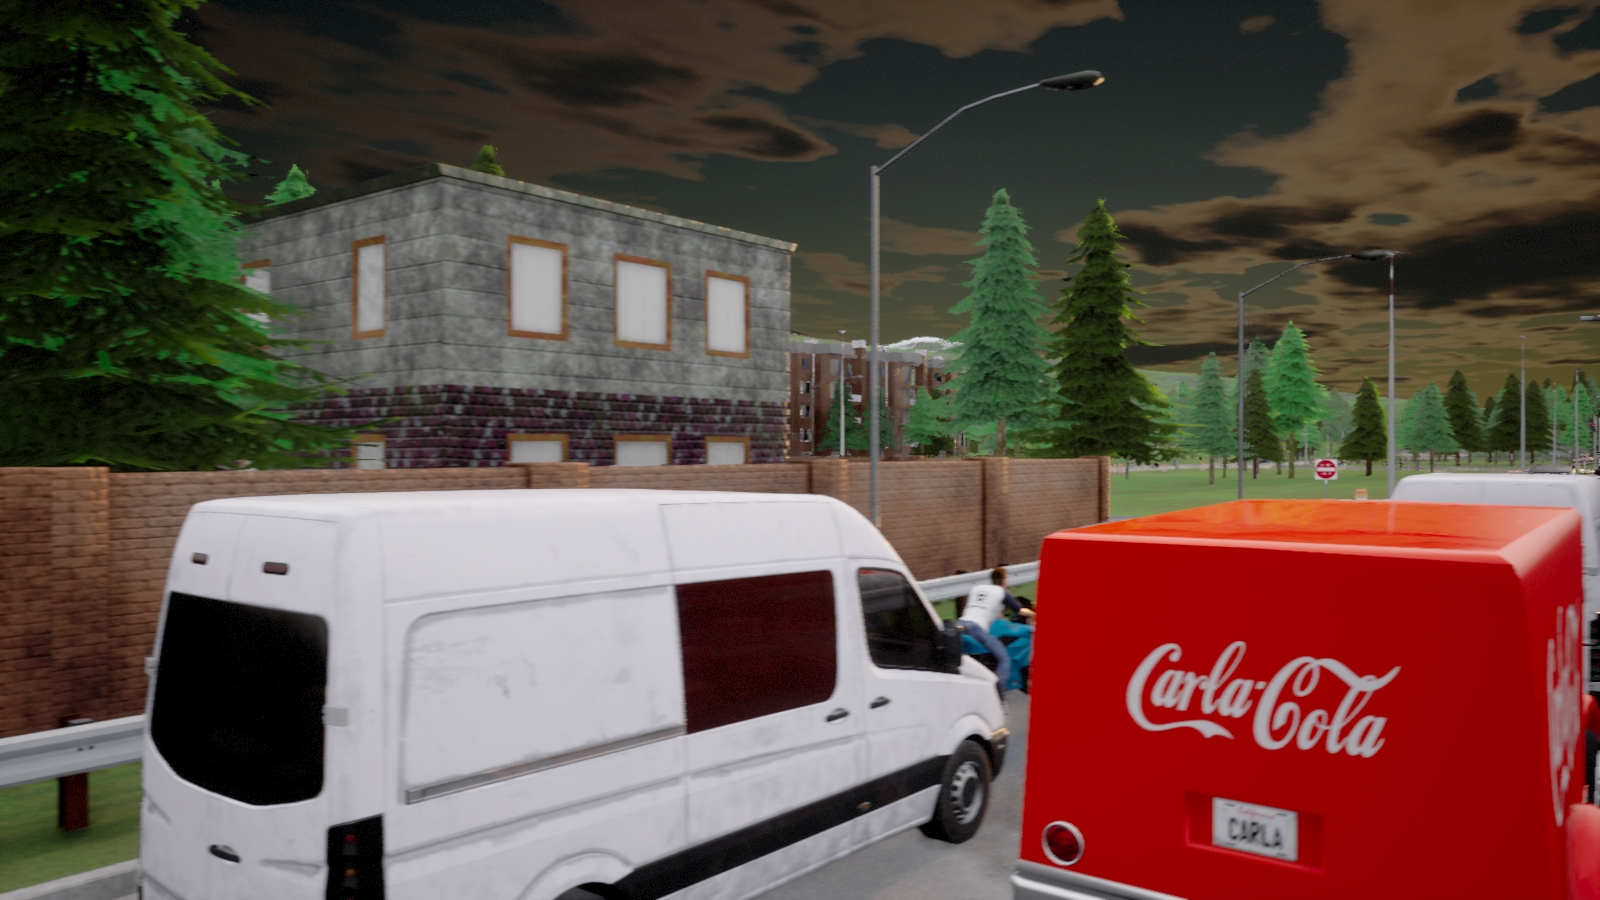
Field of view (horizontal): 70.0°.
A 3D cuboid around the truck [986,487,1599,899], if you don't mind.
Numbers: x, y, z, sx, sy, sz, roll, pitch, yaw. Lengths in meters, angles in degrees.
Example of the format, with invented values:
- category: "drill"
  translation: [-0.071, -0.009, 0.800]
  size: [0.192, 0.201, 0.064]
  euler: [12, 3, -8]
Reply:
- category: "truck"
  translation: [3.594, 1.575, 7.127]
  size: [2.627, 2.467, 5.204]
  euler: [0, 0, 38]

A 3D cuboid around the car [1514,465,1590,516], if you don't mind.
- category: "car"
  translation: [34.226, 1.756, 51.924]
  size: [2.390, 2.098, 6.274]
  euler: [0, 0, 38]

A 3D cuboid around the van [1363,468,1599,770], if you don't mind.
- category: "van"
  translation: [8.131, 1.535, 12.931]
  size: [1.988, 2.561, 5.915]
  euler: [0, 0, 38]

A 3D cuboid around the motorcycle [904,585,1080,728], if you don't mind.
- category: "motorcycle"
  translation: [2.123, 2.186, 12.447]
  size: [2.033, 1.199, 0.803]
  euler: [0, 0, -43]

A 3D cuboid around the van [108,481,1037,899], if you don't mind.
- category: "van"
  translation: [-0.748, 1.531, 7.268]
  size: [1.988, 2.561, 5.915]
  euler: [0, -1, 38]
